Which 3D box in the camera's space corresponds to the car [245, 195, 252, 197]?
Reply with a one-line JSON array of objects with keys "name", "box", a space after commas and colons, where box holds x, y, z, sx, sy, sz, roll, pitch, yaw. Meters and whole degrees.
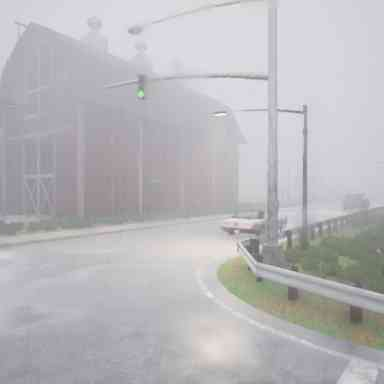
[{"name": "car", "box": [15.066, 1.525, 87.629, 1.784, 1.438, 3.905, 0, 0, 36]}]

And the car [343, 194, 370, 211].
[{"name": "car", "box": [19.698, 1.277, 39.784, 2.150, 2.045, 5.566, 0, 0, 37]}]

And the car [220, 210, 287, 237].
[{"name": "car", "box": [3.524, 1.625, 18.073, 1.895, 1.301, 4.718, 0, 0, 37]}]
